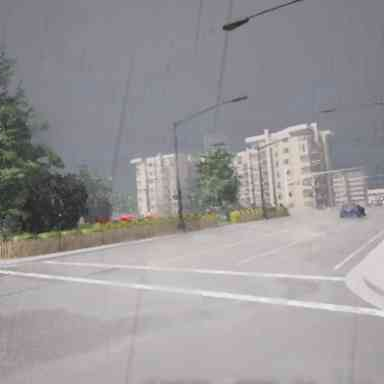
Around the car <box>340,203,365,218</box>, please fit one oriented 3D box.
[{"bbox_3d":[19.025,2.088,39.492,2.097,1.767,4.553,-7,-4,36],"label":"car"}]
